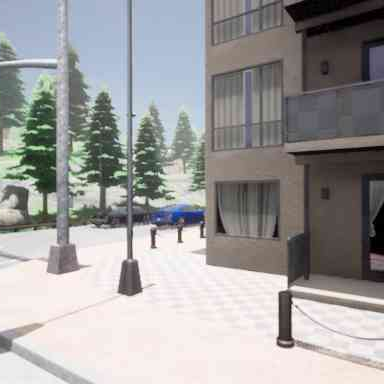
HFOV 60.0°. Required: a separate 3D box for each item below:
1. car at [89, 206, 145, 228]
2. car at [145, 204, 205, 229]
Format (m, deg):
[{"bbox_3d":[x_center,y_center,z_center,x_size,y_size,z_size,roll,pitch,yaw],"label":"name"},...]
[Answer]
[{"bbox_3d":[-4.666,1.671,22.822,1.895,1.301,4.718,0,0,35],"label":"car"},{"bbox_3d":[-0.616,1.544,22.344,1.882,1.535,5.008,0,0,35],"label":"car"}]
